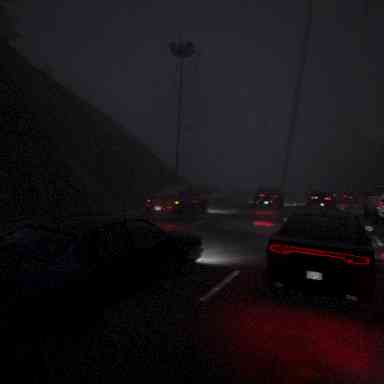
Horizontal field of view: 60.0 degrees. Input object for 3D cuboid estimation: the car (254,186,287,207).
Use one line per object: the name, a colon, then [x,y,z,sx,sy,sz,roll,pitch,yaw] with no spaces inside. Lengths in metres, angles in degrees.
car: [5.685,0.332,24.109,1.837,1.490,4.892,4,4,19]

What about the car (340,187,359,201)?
car: [15.774,0.253,34.366,1.812,1.442,4.674,4,4,11]

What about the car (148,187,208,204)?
car: [-0.627,0.465,16.848,1.812,1.442,4.674,4,4,22]

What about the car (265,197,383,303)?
car: [3.062,1.144,7.728,1.882,1.535,5.008,5,4,24]

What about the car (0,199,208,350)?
car: [-1.596,1.087,5.907,2.033,1.411,5.357,5,4,26]

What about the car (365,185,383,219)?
car: [11.229,0.648,18.672,2.150,2.045,5.566,4,3,19]

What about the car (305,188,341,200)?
car: [9.540,0.493,24.670,1.837,1.490,4.892,4,4,18]
